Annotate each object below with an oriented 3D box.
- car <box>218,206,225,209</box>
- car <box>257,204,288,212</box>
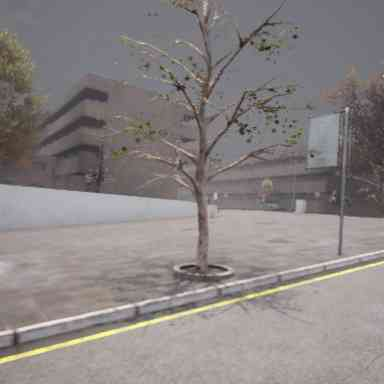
[{"bbox_3d":[4.919,3.354,65.359,1.895,1.301,4.718,6,-6,-25],"label":"car"},{"bbox_3d":[12.003,2.456,50.112,2.033,1.411,5.357,6,-5,-24],"label":"car"}]
